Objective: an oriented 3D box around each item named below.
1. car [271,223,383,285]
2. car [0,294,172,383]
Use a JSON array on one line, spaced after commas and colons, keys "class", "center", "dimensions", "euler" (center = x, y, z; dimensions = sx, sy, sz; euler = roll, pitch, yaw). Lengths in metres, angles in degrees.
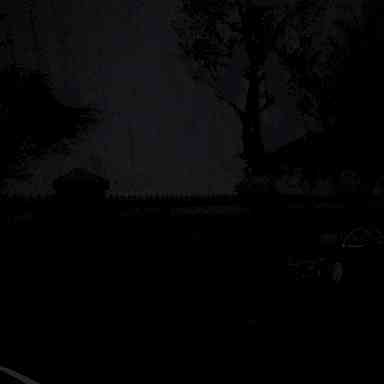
[{"class": "car", "center": [4.141, 1.596, 9.510], "dimensions": [4.403, 1.369, 2.008], "euler": [0, 0, -35]}, {"class": "car", "center": [-2.399, 1.499, 1.666], "dimensions": [4.892, 1.490, 1.837], "euler": [0, 0, -35]}]
